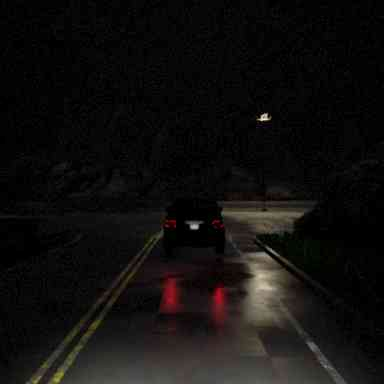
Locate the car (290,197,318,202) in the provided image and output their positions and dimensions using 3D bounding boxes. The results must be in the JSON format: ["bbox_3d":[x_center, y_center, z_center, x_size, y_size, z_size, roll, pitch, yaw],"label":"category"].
[{"bbox_3d":[16.850,1.633,46.012,5.357,1.411,2.033,0,0,-1],"label":"car"}]

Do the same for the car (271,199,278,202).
[{"bbox_3d":[15.907,1.550,56.485,4.902,1.511,2.128,0,0,0],"label":"car"}]

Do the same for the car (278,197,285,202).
[{"bbox_3d":[16.741,1.572,52.998,4.892,1.490,1.837,0,0,0],"label":"car"}]

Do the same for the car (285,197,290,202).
[{"bbox_3d":[17.065,1.554,49.508,5.008,1.535,1.882,0,0,0],"label":"car"}]

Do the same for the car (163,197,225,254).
[{"bbox_3d":[0.085,1.192,13.421,2.150,2.045,5.566,0,1,0],"label":"car"}]
